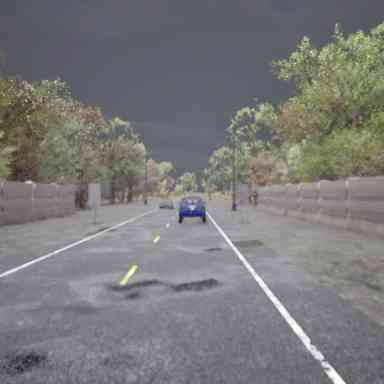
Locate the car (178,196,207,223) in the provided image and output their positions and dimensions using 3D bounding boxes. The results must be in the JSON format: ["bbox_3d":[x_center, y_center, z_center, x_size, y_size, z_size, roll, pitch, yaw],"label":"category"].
[{"bbox_3d":[0.022,1.368,27.350,2.150,2.045,5.566,-1,-1,0],"label":"car"}]

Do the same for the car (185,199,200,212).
[{"bbox_3d":[0.095,1.717,44.060,1.882,1.535,5.008,0,0,0],"label":"car"}]

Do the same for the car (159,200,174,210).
[{"bbox_3d":[-3.561,1.818,47.336,1.994,1.385,4.181,0,0,0],"label":"car"}]
